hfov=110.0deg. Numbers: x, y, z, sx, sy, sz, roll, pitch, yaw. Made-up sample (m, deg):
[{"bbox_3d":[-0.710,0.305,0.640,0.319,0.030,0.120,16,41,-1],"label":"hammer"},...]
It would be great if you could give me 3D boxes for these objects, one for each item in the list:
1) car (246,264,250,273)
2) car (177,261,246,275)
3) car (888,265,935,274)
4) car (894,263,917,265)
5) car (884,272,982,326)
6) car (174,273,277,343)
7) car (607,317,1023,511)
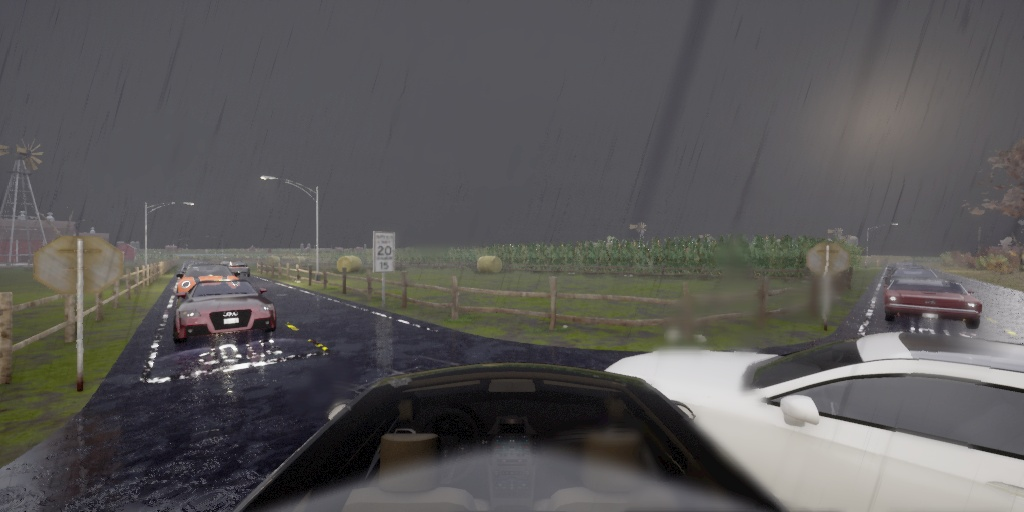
[{"bbox_3d":[-27.281,1.298,35.519,2.128,1.511,4.902,0,0,-42],"label":"car"},{"bbox_3d":[-13.853,1.147,16.404,2.097,1.767,4.553,0,0,-42],"label":"car"},{"bbox_3d":[20.445,1.363,18.251,5.357,1.411,2.033,0,1,-43],"label":"car"},{"bbox_3d":[27.146,1.401,24.563,4.181,1.385,1.994,0,1,-43],"label":"car"},{"bbox_3d":[13.423,1.397,11.627,4.718,1.301,1.895,0,1,-44],"label":"car"},{"bbox_3d":[-8.022,1.359,9.970,1.994,1.385,4.181,0,0,-43],"label":"car"},{"bbox_3d":[2.822,1.293,2.475,1.812,1.442,4.674,0,1,-44],"label":"car"}]
